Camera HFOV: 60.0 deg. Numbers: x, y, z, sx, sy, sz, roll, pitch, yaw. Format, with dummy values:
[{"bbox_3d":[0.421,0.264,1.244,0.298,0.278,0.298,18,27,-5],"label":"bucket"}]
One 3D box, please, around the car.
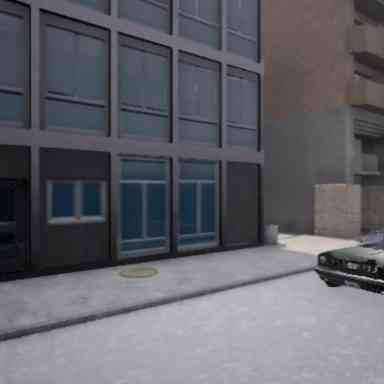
[{"bbox_3d":[5.103,1.603,8.136,4.718,1.301,1.895,0,0,-35],"label":"car"}]
